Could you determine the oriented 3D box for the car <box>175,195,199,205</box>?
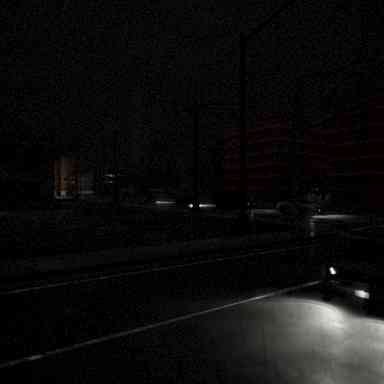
[{"bbox_3d":[-0.701,1.115,49.033,1.994,1.385,4.181,0,1,-34],"label":"car"}]

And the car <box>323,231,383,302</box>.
[{"bbox_3d":[5.387,1.547,7.859,5.357,1.411,2.033,0,0,-36],"label":"car"}]

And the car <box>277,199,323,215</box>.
[{"bbox_3d":[10.481,1.393,32.690,1.812,1.442,4.674,0,1,-34],"label":"car"}]

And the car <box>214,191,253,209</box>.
[{"bbox_3d":[4.961,0.948,40.762,2.150,2.045,5.566,0,1,-35],"label":"car"}]

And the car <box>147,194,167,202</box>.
[{"bbox_3d":[-5.930,0.950,56.689,1.994,1.385,4.181,0,1,-34],"label":"car"}]
